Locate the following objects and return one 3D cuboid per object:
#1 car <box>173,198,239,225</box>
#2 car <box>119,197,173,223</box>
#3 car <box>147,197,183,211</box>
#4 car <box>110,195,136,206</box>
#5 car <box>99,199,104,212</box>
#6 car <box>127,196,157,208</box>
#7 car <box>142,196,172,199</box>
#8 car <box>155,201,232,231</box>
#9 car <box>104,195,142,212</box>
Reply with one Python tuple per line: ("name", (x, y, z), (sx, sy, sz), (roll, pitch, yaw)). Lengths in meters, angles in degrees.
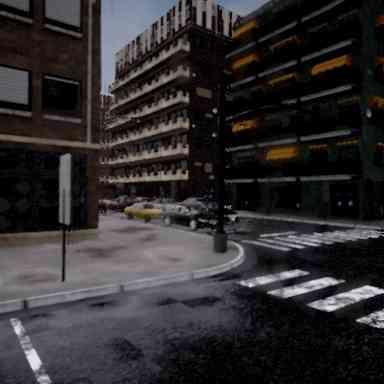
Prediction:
("car", (1.092, 1.413, 22.515), (2.128, 1.511, 4.902), (1, 0, -36))
("car", (-3.253, 1.364, 24.083), (1.752, 1.417, 4.829), (2, 0, -36))
("car", (-3.151, 1.331, 38.129), (2.008, 1.369, 4.403), (2, 0, -36))
("car", (-9.828, 1.150, 47.251), (1.752, 1.417, 4.829), (2, 0, -36))
("car", (-9.932, 1.227, 33.205), (1.887, 1.381, 4.507), (2, 0, -36))
("car", (-6.440, 1.255, 42.622), (2.008, 1.369, 4.403), (2, 0, -36))
("car", (-3.067, 1.403, 33.469), (1.895, 1.301, 4.718), (1, 0, -36))
("car", (-0.065, 1.464, 19.728), (2.008, 1.369, 4.403), (2, 0, -36))
("car", (-6.784, 1.301, 33.276), (1.994, 1.385, 4.181), (1, 0, -36))
